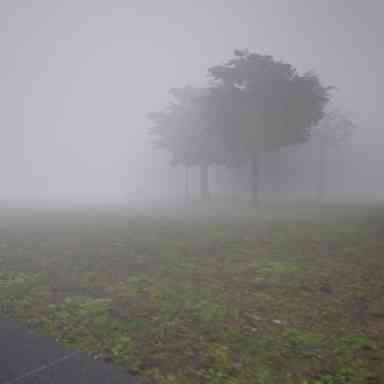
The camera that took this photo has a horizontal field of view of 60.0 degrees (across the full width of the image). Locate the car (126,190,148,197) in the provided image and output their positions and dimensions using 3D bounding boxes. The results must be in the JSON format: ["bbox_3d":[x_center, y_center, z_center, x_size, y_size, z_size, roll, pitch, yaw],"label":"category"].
[{"bbox_3d":[-12.372,0.322,75.030,2.033,1.411,5.357,2,2,36],"label":"car"}]

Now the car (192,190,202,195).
[{"bbox_3d":[1.785,0.000,94.800,1.994,1.385,4.181,2,2,36],"label":"car"}]
